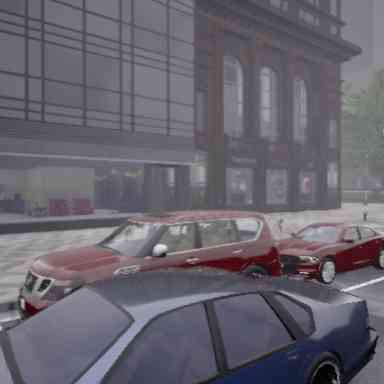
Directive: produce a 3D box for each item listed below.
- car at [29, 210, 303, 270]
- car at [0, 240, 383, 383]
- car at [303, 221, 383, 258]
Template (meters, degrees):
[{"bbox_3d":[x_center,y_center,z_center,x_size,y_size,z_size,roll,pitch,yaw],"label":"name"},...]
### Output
[{"bbox_3d":[-0.434,1.314,6.346,5.009,1.841,2.192,0,0,-36],"label":"car"},{"bbox_3d":[-0.327,1.547,3.144,5.357,1.411,2.033,0,0,-36],"label":"car"},{"bbox_3d":[3.983,1.543,9.497,4.507,1.381,1.887,0,0,-36],"label":"car"}]
